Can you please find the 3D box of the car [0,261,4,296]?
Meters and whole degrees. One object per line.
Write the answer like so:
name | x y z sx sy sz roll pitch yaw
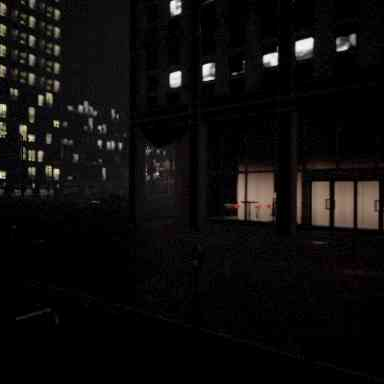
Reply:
car | -5.616 1.565 6.936 4.313 1.339 1.947 0 1 36

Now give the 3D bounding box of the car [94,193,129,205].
car | -11.189 1.024 47.693 1.812 1.442 4.674 1 1 34

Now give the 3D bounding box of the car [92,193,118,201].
car | -15.336 0.868 58.989 1.994 1.385 4.181 1 1 35
